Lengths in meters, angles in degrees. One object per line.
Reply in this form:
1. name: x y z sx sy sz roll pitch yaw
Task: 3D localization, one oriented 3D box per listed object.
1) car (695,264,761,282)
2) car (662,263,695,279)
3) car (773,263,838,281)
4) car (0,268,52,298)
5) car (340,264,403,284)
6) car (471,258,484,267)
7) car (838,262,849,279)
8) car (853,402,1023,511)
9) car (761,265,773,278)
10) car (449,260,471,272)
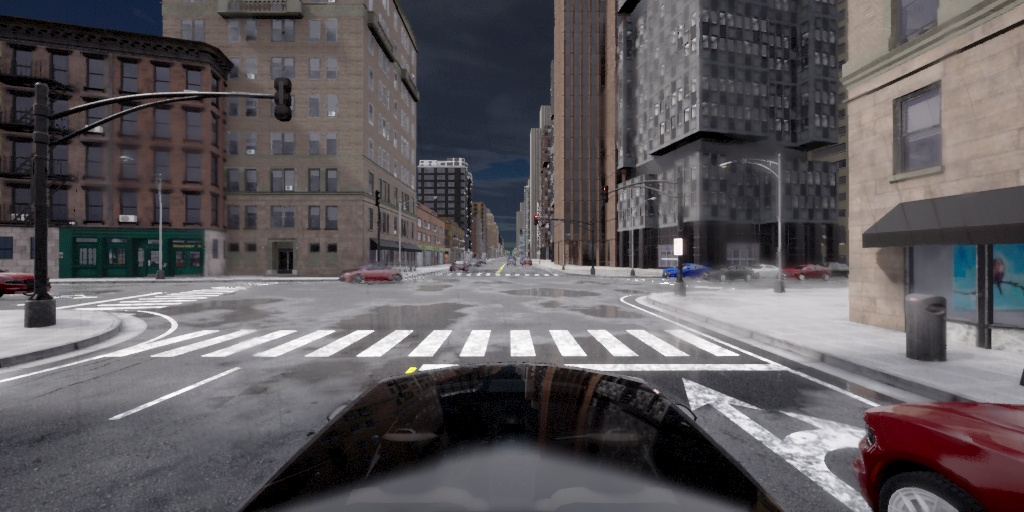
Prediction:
1. car: 19.276 1.515 32.067 4.892 1.490 1.837 1 0 -17
2. car: 17.024 1.487 34.810 5.008 1.535 1.882 1 0 -16
3. car: 28.327 1.594 34.640 5.008 1.535 1.882 1 0 -15
4. car: -22.331 0.962 14.468 5.008 1.535 1.882 1 0 -17
5. car: -10.074 1.263 25.810 4.181 1.385 1.994 1 0 -38
6. car: -6.675 1.254 63.261 2.128 1.511 4.902 0 0 0
7. car: 35.015 1.571 39.664 4.553 1.767 2.097 1 0 -13
8. car: 3.353 1.228 0.439 1.882 1.535 5.008 0 0 0
9. car: 26.006 1.640 37.381 4.674 1.442 1.812 1 0 -15
10. car: -6.677 1.285 45.153 1.812 1.442 4.674 0 0 0
